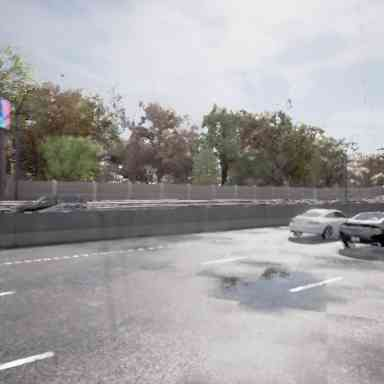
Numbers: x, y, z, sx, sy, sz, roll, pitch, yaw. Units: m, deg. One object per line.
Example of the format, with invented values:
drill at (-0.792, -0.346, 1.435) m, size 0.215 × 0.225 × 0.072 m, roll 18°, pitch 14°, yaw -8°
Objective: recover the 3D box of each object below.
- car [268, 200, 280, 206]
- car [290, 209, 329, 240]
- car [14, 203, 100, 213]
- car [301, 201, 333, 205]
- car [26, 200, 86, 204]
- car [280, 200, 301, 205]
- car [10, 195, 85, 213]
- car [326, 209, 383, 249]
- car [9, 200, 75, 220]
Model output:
car at (12.701, 1.785, 47.405) m, size 4.181 × 1.385 × 1.994 m, roll 0°, pitch 0°, yaw -35°
car at (7.061, 1.607, 17.389) m, size 4.674 × 1.442 × 1.812 m, roll 0°, pitch 0°, yaw -35°
car at (-7.960, 1.588, 19.811) m, size 4.181 × 1.385 × 1.994 m, roll 0°, pitch 0°, yaw -35°
car at (16.021, 1.778, 41.176) m, size 4.181 × 1.385 × 1.994 m, roll 0°, pitch 0°, yaw -35°
car at (-8.887, 1.523, 23.449) m, size 4.902 × 1.511 × 2.128 m, roll 0°, pitch 0°, yaw -35°
car at (14.340, 1.819, 44.273) m, size 4.718 × 1.301 × 1.895 m, roll 0°, pitch 0°, yaw -35°
car at (-11.060, 1.252, 26.190) m, size 5.566 × 2.045 × 2.150 m, roll 0°, pitch 0°, yaw -36°
car at (8.062, 1.565, 13.798) m, size 4.902 × 1.511 × 2.128 m, roll 0°, pitch 0°, yaw -36°
car at (-13.075, 1.522, 29.059) m, size 4.902 × 1.511 × 2.128 m, roll 0°, pitch 0°, yaw -35°
